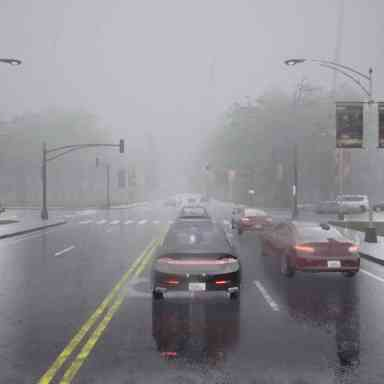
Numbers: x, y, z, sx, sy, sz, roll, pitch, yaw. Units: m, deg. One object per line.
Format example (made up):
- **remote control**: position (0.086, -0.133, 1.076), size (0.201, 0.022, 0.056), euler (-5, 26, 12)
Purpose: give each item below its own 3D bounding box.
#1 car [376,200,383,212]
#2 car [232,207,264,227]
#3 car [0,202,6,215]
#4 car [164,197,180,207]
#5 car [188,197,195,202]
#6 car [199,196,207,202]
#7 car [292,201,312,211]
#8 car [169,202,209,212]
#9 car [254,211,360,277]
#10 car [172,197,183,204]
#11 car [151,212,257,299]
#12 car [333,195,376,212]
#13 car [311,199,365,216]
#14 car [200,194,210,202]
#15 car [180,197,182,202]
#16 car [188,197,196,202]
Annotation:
- **car**: position (23.958, 1.695, 40.817), size (5.008, 1.535, 1.882), euler (0, 0, 0)
- **car**: position (3.342, 1.555, 18.947), size (1.812, 1.442, 4.674), euler (0, 0, 1)
- **car**: position (-20.171, 1.224, 30.493), size (5.566, 2.045, 2.150), euler (0, 0, -1)
- **car**: position (-3.398, 1.715, 53.672), size (2.033, 1.411, 5.357), euler (0, 0, 0)
- **car**: position (-0.093, 1.965, 92.918), size (1.994, 1.385, 4.181), euler (0, -1, 0)
- **car**: position (3.157, 1.952, 92.921), size (2.033, 1.411, 5.357), euler (0, -1, 0)
- **car**: position (14.826, 1.772, 40.736), size (4.718, 1.301, 1.895), euler (0, 0, 0)
- **car**: position (0.084, 1.517, 17.829), size (2.128, 1.511, 4.902), euler (0, 0, 0)
- **car**: position (3.336, 1.533, 10.138), size (1.812, 1.442, 4.674), euler (0, 0, 0)
- **car**: position (-3.326, 1.886, 77.134), size (2.128, 1.511, 4.902), euler (0, -1, 0)
- **car**: position (0.092, 1.496, 8.421), size (2.128, 1.511, 4.902), euler (0, 0, 0)
- **car**: position (17.070, 1.399, 37.512), size (5.566, 2.045, 2.150), euler (0, 0, -1)
- **car**: position (14.978, 1.725, 34.287), size (4.181, 1.385, 1.994), euler (0, 0, 2)
- **car**: position (3.169, 1.642, 82.534), size (2.150, 2.045, 5.566), euler (0, -1, 0)
- **car**: position (-3.348, 1.776, 66.070), size (1.812, 1.442, 4.674), euler (0, -1, 1)
- **car**: position (-0.081, 1.893, 82.464), size (1.882, 1.535, 5.008), euler (0, -1, 0)
